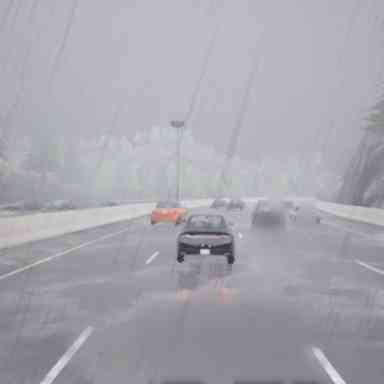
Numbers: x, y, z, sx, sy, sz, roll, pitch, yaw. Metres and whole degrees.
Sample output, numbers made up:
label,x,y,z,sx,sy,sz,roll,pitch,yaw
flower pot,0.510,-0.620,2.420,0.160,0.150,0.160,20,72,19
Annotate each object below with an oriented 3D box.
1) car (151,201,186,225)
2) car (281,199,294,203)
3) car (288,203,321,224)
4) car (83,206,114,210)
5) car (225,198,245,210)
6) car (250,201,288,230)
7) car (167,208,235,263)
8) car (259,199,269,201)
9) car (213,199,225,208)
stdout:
label,x,y,z,sx,sy,sz,roll,pitch,yaw
car,-1.629,1.503,25.490,2.097,1.767,4.553,0,0,8
car,15.606,1.909,54.606,1.882,1.535,5.008,0,-1,18
car,9.210,1.826,27.400,1.895,1.301,4.718,0,0,10
car,-10.290,1.734,38.725,2.033,1.411,5.357,0,0,11
car,6.535,1.693,48.385,2.097,1.767,4.553,0,0,15
car,5.109,1.651,22.883,1.882,1.535,5.008,0,0,7
car,0.543,1.573,12.313,2.128,1.511,4.902,0,0,4
car,11.966,1.905,55.002,2.128,1.511,4.902,0,0,18
car,4.738,1.867,55.258,2.128,1.511,4.902,0,0,17
